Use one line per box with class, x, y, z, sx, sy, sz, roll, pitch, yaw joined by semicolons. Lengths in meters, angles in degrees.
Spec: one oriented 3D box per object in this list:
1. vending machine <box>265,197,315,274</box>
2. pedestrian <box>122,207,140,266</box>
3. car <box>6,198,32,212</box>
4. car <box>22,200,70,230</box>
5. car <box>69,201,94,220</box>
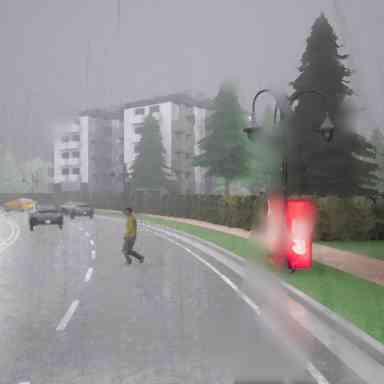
vending machine;2.828;1.195;9.669;1.100;2.100;0.880;0;0;-12
pedestrian;-1.836;1.293;10.050;0.375;1.860;0.375;0;0;-13
car;-19.487;1.476;38.185;5.008;1.535;1.882;0;0;36
car;-9.521;1.490;21.389;2.128;1.511;4.902;0;0;-29
car;-9.982;1.490;28.478;2.128;1.511;4.902;0;0;-37
